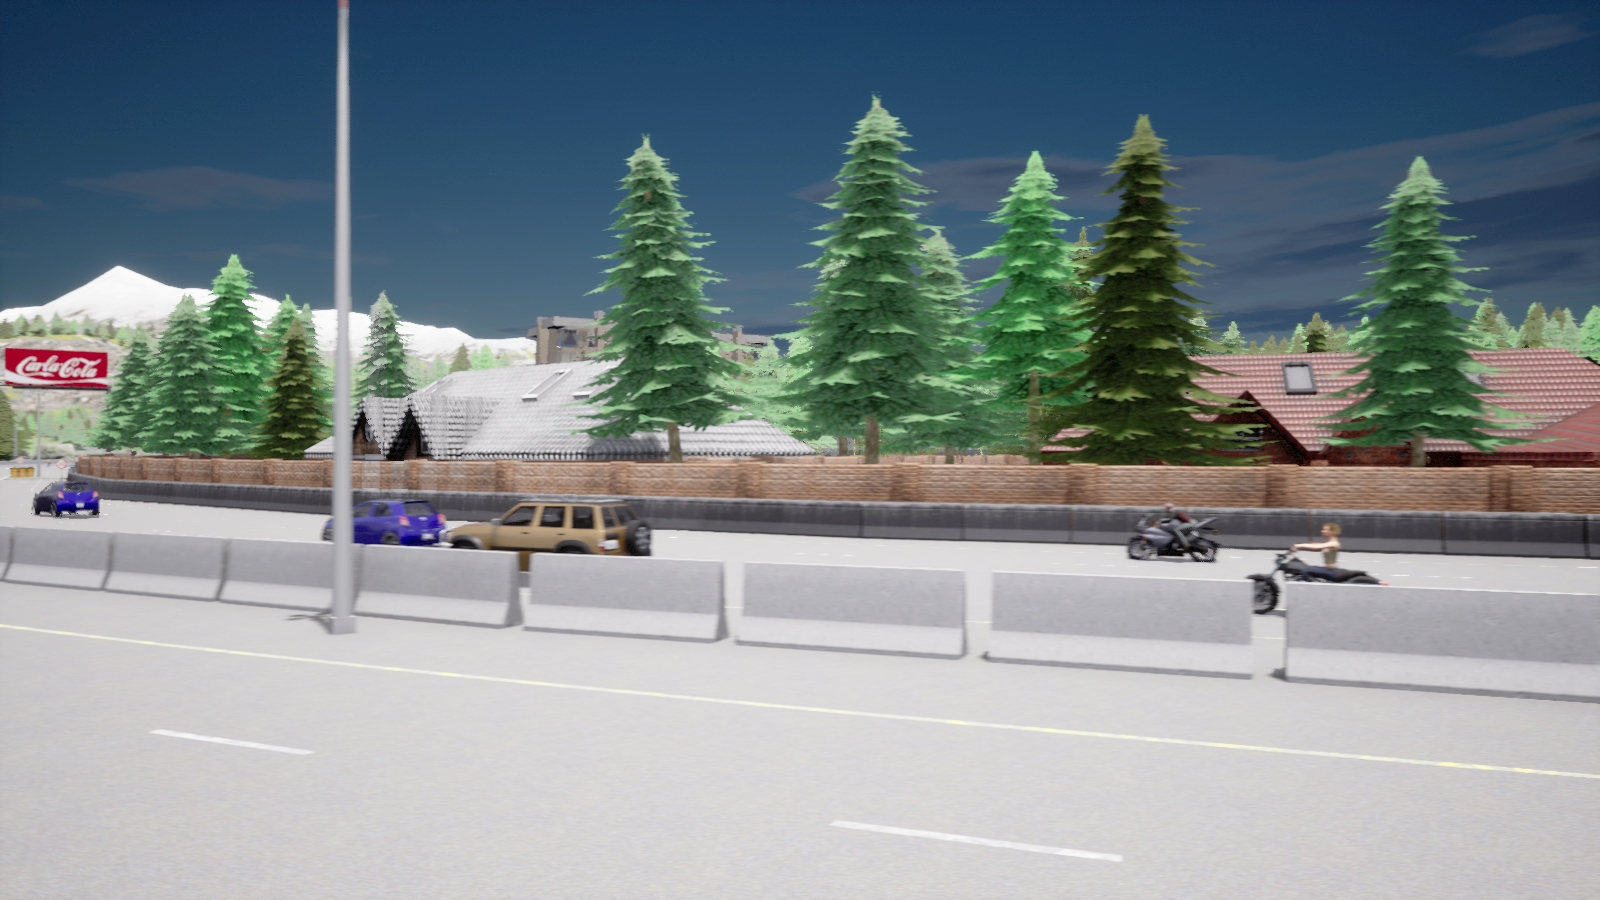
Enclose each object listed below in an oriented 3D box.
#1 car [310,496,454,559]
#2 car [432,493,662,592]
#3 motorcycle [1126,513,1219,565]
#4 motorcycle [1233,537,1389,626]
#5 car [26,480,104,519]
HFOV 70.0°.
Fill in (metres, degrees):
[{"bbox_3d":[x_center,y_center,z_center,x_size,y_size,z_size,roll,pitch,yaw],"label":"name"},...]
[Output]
[{"bbox_3d":[-11.574,2.088,31.625,3.633,1.501,1.845,0,0,30],"label":"car"},{"bbox_3d":[-5.451,1.905,24.571,4.605,1.855,1.932,0,0,25],"label":"car"},{"bbox_3d":[9.557,2.265,29.316,2.209,1.251,0.867,0,-1,21],"label":"motorcycle"},{"bbox_3d":[8.638,2.188,19.342,2.356,1.325,0.764,0,-1,29],"label":"motorcycle"},{"bbox_3d":[-31.879,2.107,49.548,3.633,1.501,1.845,0,0,40],"label":"car"}]
